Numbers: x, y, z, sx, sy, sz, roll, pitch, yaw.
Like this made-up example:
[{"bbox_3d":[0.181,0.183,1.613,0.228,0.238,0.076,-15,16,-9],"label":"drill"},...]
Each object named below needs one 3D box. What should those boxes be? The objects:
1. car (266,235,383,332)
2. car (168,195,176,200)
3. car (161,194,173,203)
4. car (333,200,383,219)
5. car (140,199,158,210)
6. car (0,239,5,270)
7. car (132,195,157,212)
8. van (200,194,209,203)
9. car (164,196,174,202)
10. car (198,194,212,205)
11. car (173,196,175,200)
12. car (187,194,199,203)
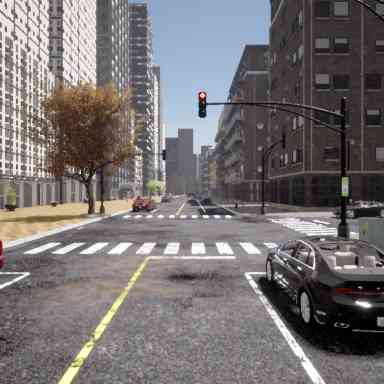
[{"bbox_3d":[2.686,1.552,6.764,2.008,1.369,4.403,0,0,0],"label":"car"},{"bbox_3d":[-5.739,1.662,94.377,2.008,1.369,4.403,0,0,0],"label":"car"},{"bbox_3d":[-5.728,1.633,72.286,1.947,1.339,4.313,0,0,0],"label":"car"},{"bbox_3d":[13.413,1.352,26.176,4.403,1.369,2.008,-1,1,-1],"label":"car"},{"bbox_3d":[-5.714,1.596,44.672,1.947,1.339,4.313,0,0,0],"label":"car"},{"bbox_3d":[-5.694,1.546,6.760,1.887,1.381,4.507,0,0,0],"label":"car"},{"bbox_3d":[-5.711,1.340,39.149,2.192,1.841,5.009,0,0,0],"label":"car"},{"bbox_3d":[2.653,1.408,72.290,1.690,1.788,3.998,0,0,0],"label":"van"},{"bbox_3d":[-5.733,1.639,83.332,2.008,1.369,4.403,0,0,0],"label":"car"},{"bbox_3d":[2.659,1.616,61.244,1.947,1.339,4.313,0,0,0],"label":"car"},{"bbox_3d":[-5.731,1.392,77.808,2.192,1.841,5.009,0,0,0],"label":"car"},{"bbox_3d":[-0.035,1.662,68.919,1.895,1.301,4.718,0,0,0],"label":"car"}]
